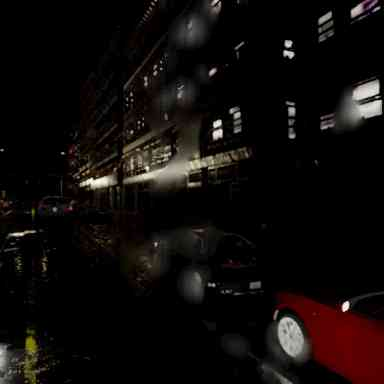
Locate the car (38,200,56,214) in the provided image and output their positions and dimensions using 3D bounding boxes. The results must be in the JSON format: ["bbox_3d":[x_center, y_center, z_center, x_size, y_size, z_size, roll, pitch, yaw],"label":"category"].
[{"bbox_3d":[-17.586,1.732,40.263,1.882,1.535,5.008,0,-1,-25],"label":"car"}]

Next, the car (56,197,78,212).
[{"bbox_3d":[-16.355,1.593,43.423,2.192,1.841,5.009,2,-1,-25],"label":"car"}]

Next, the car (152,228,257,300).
[{"bbox_3d":[0.310,1.599,8.477,2.008,1.369,4.403,2,-1,-25],"label":"car"}]

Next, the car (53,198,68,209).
[{"bbox_3d":[-21.113,1.798,53.410,1.967,1.590,4.097,2,-1,-25],"label":"car"}]

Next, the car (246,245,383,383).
[{"bbox_3d":[2.687,1.567,3.483,1.887,1.381,4.507,2,-1,-25],"label":"car"}]

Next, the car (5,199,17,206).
[{"bbox_3d":[-35.356,2.014,65.069,1.887,1.381,4.507,2,-1,-25],"label":"car"}]

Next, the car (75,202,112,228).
[{"bbox_3d":[-6.821,1.681,23.459,1.887,1.381,4.507,2,-1,-25],"label":"car"}]

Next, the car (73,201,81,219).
[{"bbox_3d":[-9.197,1.715,28.452,1.887,1.381,4.507,2,-1,-25],"label":"car"}]

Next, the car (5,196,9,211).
[{"bbox_3d":[-21.088,1.532,35.111,2.192,1.841,5.009,2,-1,-25],"label":"car"}]

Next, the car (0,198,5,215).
[{"bbox_3d":[-18.711,1.497,30.118,2.192,1.841,5.009,2,-1,-25],"label":"car"}]

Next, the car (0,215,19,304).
[{"bbox_3d":[-5.266,1.545,7.792,1.837,1.490,4.892,0,0,-25],"label":"car"}]

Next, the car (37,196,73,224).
[{"bbox_3d":[-11.304,1.379,27.073,2.150,2.045,5.566,0,-1,-25],"label":"car"}]

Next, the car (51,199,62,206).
[{"bbox_3d":[-25.870,2.027,63.396,1.802,1.307,4.206,2,-1,-25],"label":"car"}]

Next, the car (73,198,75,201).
[{"bbox_3d":[-11.566,1.645,33.452,1.967,1.590,4.097,2,-1,-25],"label":"car"}]

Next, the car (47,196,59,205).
[{"bbox_3d":[-30.620,1.856,73.389,2.192,1.841,5.009,1,-1,-25],"label":"car"}]

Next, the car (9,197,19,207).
[{"bbox_3d":[-32.973,1.737,60.079,2.192,1.841,5.009,2,-1,-25],"label":"car"}]

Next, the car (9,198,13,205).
[{"bbox_3d":[-25.848,1.859,45.095,1.947,1.339,4.313,2,-1,-25],"label":"car"}]

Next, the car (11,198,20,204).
[{"bbox_3d":[-42.488,2.203,80.050,1.802,1.307,4.206,2,-1,-25],"label":"car"}]
